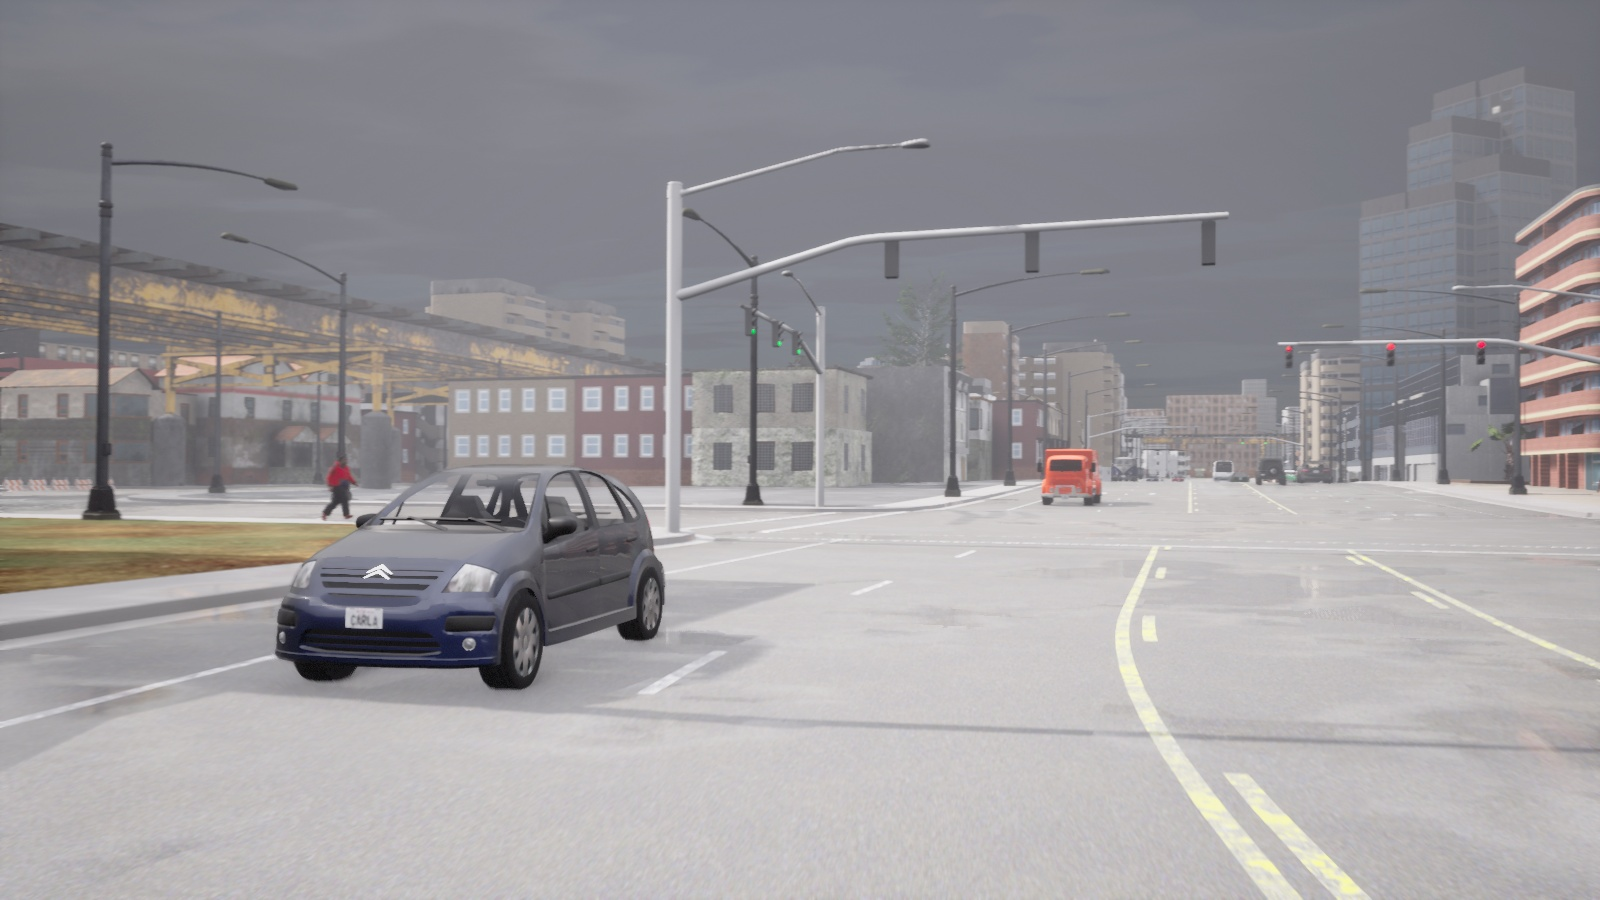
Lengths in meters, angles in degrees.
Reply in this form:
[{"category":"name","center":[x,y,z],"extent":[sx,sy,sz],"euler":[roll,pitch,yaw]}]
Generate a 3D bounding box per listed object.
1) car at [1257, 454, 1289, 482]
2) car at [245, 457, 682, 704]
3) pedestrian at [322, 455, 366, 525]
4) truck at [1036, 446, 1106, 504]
[{"category":"car","center":[33.249,1.237,88.392],"extent":[1.905,1.878,3.866],"euler":[0,0,17]},{"category":"car","center":[-2.480,0.894,10.380],"extent":[1.851,1.617,3.988],"euler":[0,-1,12]},{"category":"pedestrian","center":[-12.240,1.067,33.738],"extent":[0.899,1.844,0.634],"euler":[0,-1,15]},{"category":"truck","center":[12.233,1.100,56.411],"extent":[2.627,2.467,5.204],"euler":[-1,0,17]}]
